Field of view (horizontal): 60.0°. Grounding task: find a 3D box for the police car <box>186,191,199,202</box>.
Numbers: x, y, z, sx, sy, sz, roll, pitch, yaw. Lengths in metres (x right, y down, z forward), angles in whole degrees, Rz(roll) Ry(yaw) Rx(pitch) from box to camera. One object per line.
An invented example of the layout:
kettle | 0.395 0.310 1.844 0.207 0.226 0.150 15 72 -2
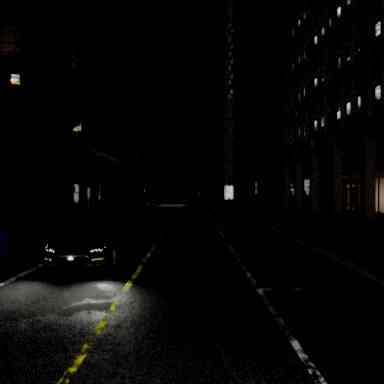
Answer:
police car | 0.272 1.014 63.100 1.930 1.638 5.238 0 0 -18

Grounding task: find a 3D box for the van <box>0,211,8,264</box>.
van | -5.687 1.291 7.119 1.690 1.788 3.998 0 0 0

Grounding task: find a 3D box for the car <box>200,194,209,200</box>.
car | 2.719 1.084 74.899 1.947 1.339 4.313 0 0 0

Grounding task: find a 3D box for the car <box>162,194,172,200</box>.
car | -5.662 1.084 74.902 1.947 1.339 4.313 0 0 0

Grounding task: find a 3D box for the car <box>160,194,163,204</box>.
car | -5.670 1.096 52.308 1.967 1.590 4.097 0 0 0

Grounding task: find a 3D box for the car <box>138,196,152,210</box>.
car | -5.677 1.344 35.363 1.802 1.307 4.206 0 0 0

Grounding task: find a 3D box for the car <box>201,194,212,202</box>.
car | 2.714 1.136 63.602 2.008 1.369 4.403 0 0 0

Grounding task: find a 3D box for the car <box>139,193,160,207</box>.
car | -5.675 1.041 41.010 2.192 1.841 5.009 0 0 0

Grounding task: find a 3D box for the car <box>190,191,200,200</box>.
car | 0.702 0.717 79.137 2.150 2.045 5.566 0 0 -4

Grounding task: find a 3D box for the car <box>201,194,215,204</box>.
car | 2.710 1.180 52.475 1.752 1.417 4.829 0 0 0

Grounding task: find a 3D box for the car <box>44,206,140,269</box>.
car | -3.095 1.428 10.900 1.837 1.490 4.892 0 0 0

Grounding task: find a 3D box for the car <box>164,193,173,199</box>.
car | -5.660 1.011 80.380 1.752 1.417 4.829 0 0 0

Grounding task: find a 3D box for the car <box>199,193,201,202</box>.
car | 2.712 1.061 57.952 1.967 1.590 4.097 0 0 0

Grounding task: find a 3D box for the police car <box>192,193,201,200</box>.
police car | 0.929 0.954 73.222 1.930 1.638 5.238 0 0 0

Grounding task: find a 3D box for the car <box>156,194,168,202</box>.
car | -5.666 1.136 63.604 2.008 1.369 4.403 0 0 0

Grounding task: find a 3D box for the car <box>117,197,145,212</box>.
car | -5.679 1.379 29.714 1.802 1.307 4.206 0 0 0

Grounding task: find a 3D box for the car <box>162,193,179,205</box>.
car | -3.056 1.136 51.892 1.882 1.535 5.008 0 0 0
